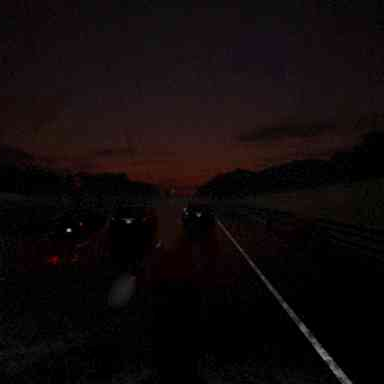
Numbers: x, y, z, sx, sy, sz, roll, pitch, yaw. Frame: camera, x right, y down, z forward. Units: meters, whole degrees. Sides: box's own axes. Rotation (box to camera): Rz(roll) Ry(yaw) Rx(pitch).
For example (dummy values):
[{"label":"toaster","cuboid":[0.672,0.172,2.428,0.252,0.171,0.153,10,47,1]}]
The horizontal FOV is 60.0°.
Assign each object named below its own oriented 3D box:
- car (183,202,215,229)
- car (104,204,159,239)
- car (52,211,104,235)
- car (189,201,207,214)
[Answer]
[{"label":"car","cuboid":[0.487,1.550,23.606,2.097,1.767,4.553,0,0,1]},{"label":"car","cuboid":[-3.088,1.508,18.498,2.097,1.767,4.553,0,-1,1]},{"label":"car","cuboid":[-6.565,1.775,20.056,1.895,1.301,4.718,0,-1,1]},{"label":"car","cuboid":[0.725,1.923,41.546,2.033,1.411,5.357,0,-1,0]}]
